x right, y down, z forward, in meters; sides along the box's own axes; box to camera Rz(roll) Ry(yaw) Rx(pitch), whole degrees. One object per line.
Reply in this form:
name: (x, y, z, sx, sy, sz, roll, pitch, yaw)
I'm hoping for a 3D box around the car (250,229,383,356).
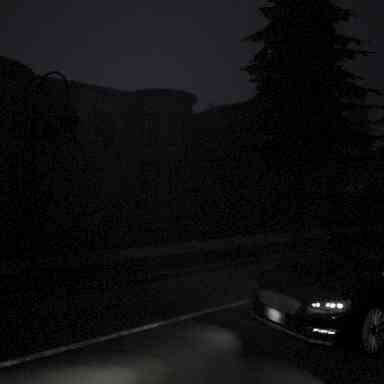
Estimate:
car: (3.220, 1.485, 6.083, 4.902, 1.511, 2.128, 0, 0, -33)
